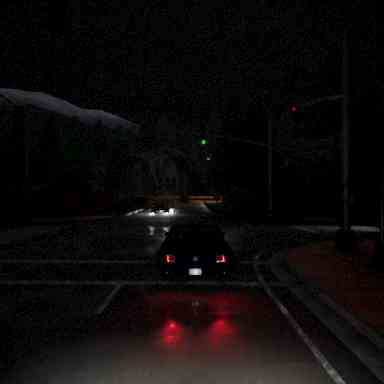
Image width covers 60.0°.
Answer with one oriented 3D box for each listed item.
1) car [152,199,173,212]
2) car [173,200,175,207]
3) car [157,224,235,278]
[{"bbox_3d":[-3.574,1.566,38.762,1.812,1.442,4.674,0,0,0],"label":"car"},{"bbox_3d":[-3.558,1.652,48.774,1.895,1.301,4.718,0,0,0],"label":"car"},{"bbox_3d":[0.094,1.612,10.137,1.895,1.301,4.718,0,0,0],"label":"car"}]
